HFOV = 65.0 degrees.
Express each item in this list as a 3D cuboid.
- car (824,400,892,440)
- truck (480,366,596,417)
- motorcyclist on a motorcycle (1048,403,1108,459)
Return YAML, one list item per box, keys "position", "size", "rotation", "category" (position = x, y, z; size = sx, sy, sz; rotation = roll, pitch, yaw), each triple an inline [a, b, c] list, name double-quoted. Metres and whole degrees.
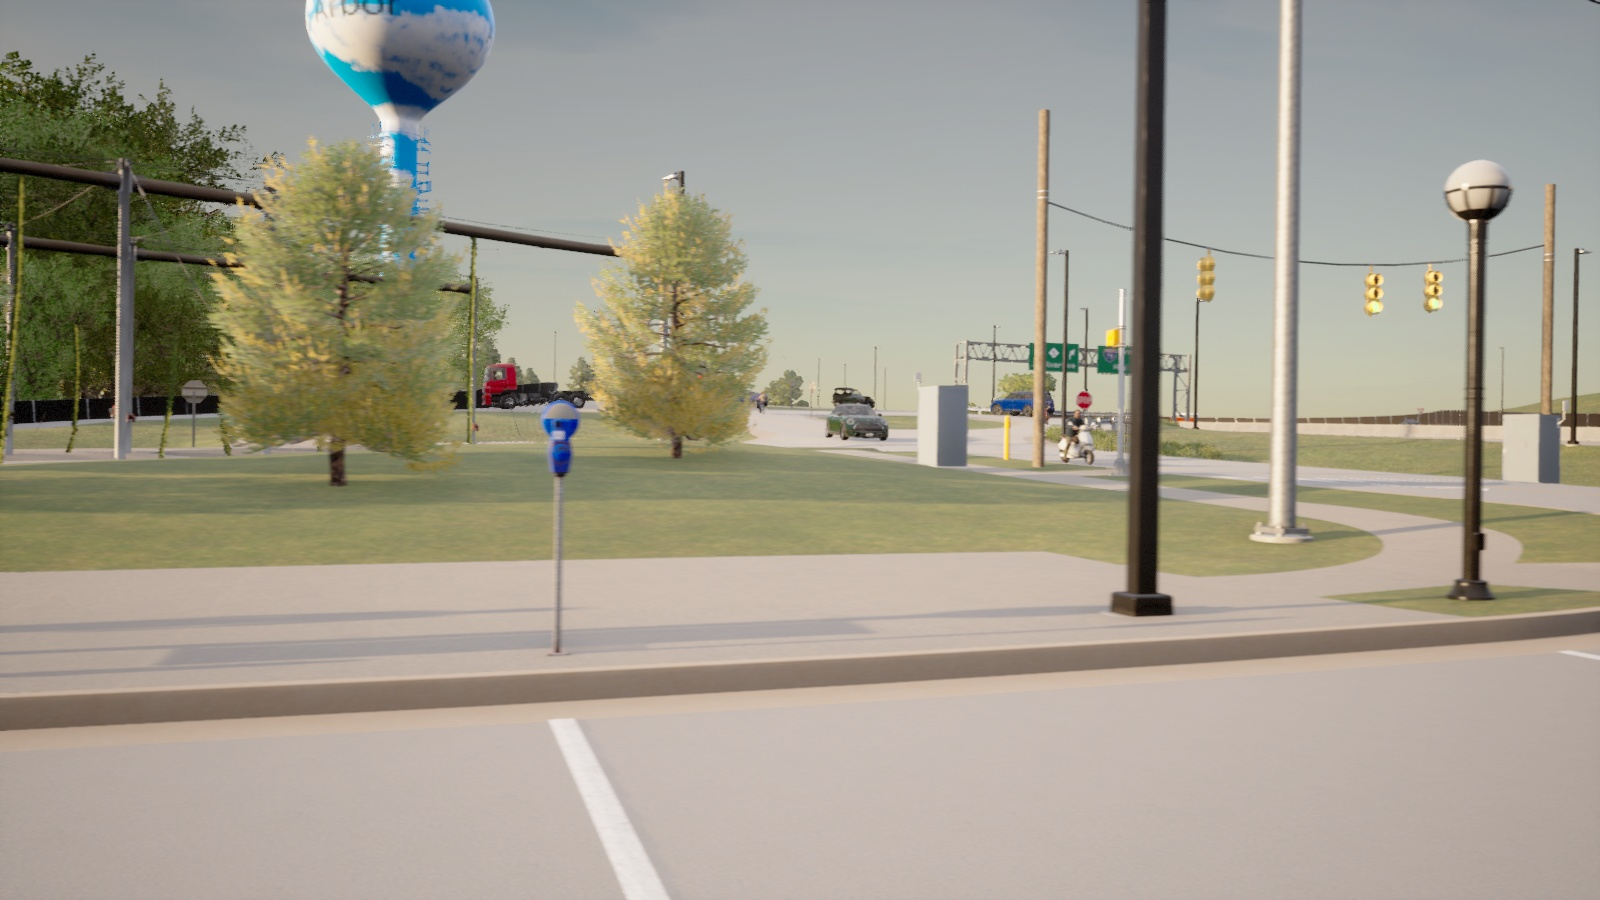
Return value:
- position: [2.668, -1.431, 58.881]
  size: [2.097, 1.767, 4.553]
  rotation: [0, 3, -12]
  category: "car"
- position: [-19.417, -4.333, 92.996]
  size: [7.936, 3.462, 2.891]
  rotation: [-3, 2, -20]
  category: "truck"
- position: [8.042, -0.560, 36.381]
  size: [0.866, 1.590, 1.817]
  rotation: [0, 2, -19]
  category: "motorcyclist on a motorcycle"
